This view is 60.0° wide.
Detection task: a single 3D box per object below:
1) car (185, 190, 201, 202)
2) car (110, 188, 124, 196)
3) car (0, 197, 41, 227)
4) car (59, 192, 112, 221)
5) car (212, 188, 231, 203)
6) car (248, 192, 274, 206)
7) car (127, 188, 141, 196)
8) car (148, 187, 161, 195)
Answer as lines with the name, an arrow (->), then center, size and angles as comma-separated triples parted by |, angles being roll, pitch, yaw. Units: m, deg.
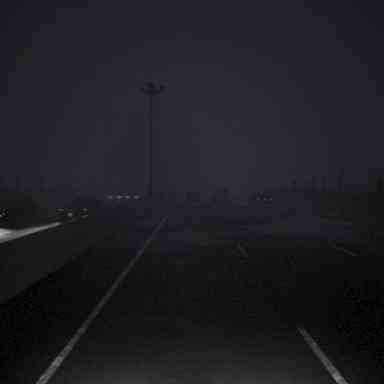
car -> 0.093, 0.444, 41.739 | 1.882, 1.535, 5.008 | 0, 2, 0
car -> -14.029, -0.037, 62.166 | 1.837, 1.490, 4.892 | 0, 0, 0
car -> -10.603, 1.078, 19.401 | 1.837, 1.490, 4.892 | 0, 2, 0
car -> -7.102, 0.998, 21.861 | 2.128, 1.511, 4.902 | 0, 2, 0
car -> 3.593, 0.340, 40.978 | 2.097, 1.767, 4.553 | 0, 2, 0
car -> 7.094, 0.706, 34.680 | 2.033, 1.411, 5.357 | 0, 2, 0
car -> -10.541, -0.036, 60.790 | 1.882, 1.535, 5.008 | 0, 1, 1
car -> -7.026, -0.153, 63.458 | 2.097, 1.767, 4.553 | 0, 0, 0
